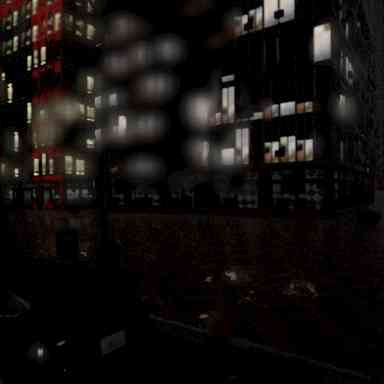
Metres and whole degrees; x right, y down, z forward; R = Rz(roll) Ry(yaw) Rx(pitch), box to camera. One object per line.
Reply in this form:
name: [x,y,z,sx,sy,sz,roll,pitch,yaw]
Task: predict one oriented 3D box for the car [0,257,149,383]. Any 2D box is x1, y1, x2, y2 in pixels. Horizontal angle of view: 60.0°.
car: [-2.506,1.608,4.656,4.313,1.339,1.947,-1,0,35]
